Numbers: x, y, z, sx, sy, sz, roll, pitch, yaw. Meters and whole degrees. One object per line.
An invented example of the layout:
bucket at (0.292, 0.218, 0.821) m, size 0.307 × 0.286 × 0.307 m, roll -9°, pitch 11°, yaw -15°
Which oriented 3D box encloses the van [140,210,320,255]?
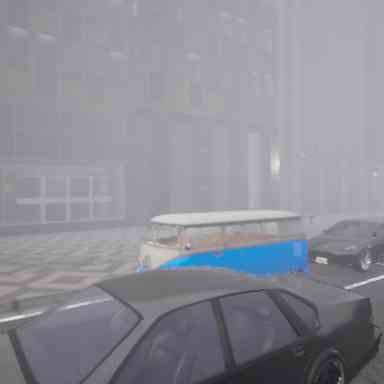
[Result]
van at (0.770, 1.316, 7.204) m, size 3.998 × 1.788 × 1.690 m, roll 0°, pitch 0°, yaw -36°

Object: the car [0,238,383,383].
car at (-0.265, 1.539, 3.182) m, size 5.357 × 1.411 × 2.033 m, roll 0°, pitch 0°, yaw -35°

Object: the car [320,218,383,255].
car at (5.359, 1.510, 10.479) m, size 4.313 × 1.339 × 1.947 m, roll 0°, pitch 0°, yaw -36°
